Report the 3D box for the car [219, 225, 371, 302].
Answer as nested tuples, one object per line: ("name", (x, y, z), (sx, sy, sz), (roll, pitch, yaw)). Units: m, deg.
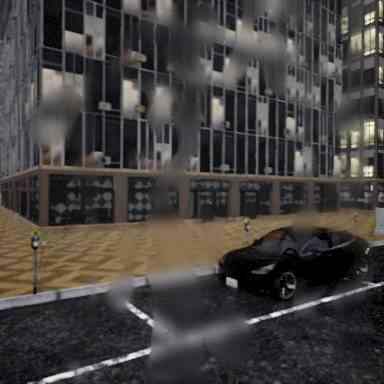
("car", (2.662, 1.537, 8.212), (4.313, 1.339, 1.947), (0, 1, -33))
